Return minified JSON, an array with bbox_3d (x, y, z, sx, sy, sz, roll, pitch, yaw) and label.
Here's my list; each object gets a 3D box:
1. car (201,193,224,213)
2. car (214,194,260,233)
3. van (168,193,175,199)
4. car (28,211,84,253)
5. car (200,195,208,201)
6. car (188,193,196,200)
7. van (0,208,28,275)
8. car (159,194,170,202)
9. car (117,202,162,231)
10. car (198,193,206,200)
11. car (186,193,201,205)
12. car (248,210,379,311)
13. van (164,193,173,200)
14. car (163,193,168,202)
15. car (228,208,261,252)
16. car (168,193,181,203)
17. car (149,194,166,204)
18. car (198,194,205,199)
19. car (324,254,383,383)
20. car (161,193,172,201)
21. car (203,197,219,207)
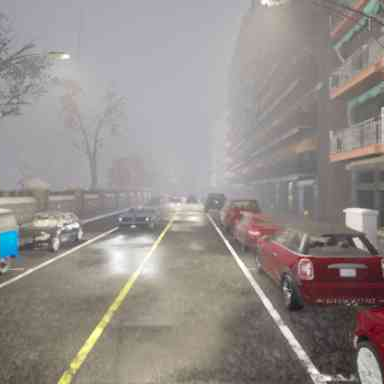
[{"bbox_3d":[2.393,1.093,34.682,2.150,2.045,5.566,0,0,0],"label":"car"},{"bbox_3d":[2.691,1.237,18.942,2.192,1.841,5.009,0,0,0],"label":"car"},{"bbox_3d":[-5.689,1.045,92.136,1.690,1.788,3.998,0,0,0],"label":"van"},{"bbox_3d":[-5.689,1.494,13.313,2.008,1.369,4.403,0,0,0],"label":"car"},{"bbox_3d":[2.691,1.321,75.245,1.802,1.307,4.206,0,0,0],"label":"car"},{"bbox_3d":[0.003,1.032,74.453,1.882,1.535,5.008,0,0,0],"label":"car"},{"bbox_3d":[-5.688,1.307,7.682,1.690,1.788,3.998,0,0,0],"label":"van"},{"bbox_3d":[-5.688,1.191,69.614,1.967,1.590,4.097,0,0,0],"label":"car"},{"bbox_3d":[-3.101,1.519,19.882,1.895,1.301,4.718,0,0,0],"label":"car"},{"bbox_3d":[2.691,1.155,86.506,1.967,1.590,4.097,0,0,0],"label":"car"},{"bbox_3d":[0.003,1.274,54.152,1.882,1.535,5.008,0,0,0],"label":"car"},{"bbox_3d":[2.692,1.406,7.683,1.967,1.590,4.097,0,0,0],"label":"car"},{"bbox_3d":[-5.689,1.068,80.875,1.690,1.788,3.998,0,0,0],"label":"van"},{"bbox_3d":[-5.689,1.364,58.358,1.802,1.307,4.206,0,0,0],"label":"car"},{"bbox_3d":[2.691,1.525,13.314,1.802,1.307,4.206,0,0,0],"label":"car"},{"bbox_3d":[-3.036,1.338,60.410,1.994,1.385,4.181,0,0,1],"label":"car"},{"bbox_3d":[-5.689,1.367,52.727,1.947,1.339,4.313,0,0,0],"label":"car"},{"bbox_3d":[2.691,1.286,92.137,1.802,1.307,4.206,0,0,0],"label":"car"},{"bbox_3d":[2.691,1.535,2.054,1.887,1.381,4.507,0,0,0],"label":"car"},{"bbox_3d":[-5.690,1.054,75.244,2.192,1.841,5.009,0,0,0],"label":"car"},{"bbox_3d":[2.691,1.372,47.096,2.008,1.369,4.403,0,0,0],"label":"car"}]
